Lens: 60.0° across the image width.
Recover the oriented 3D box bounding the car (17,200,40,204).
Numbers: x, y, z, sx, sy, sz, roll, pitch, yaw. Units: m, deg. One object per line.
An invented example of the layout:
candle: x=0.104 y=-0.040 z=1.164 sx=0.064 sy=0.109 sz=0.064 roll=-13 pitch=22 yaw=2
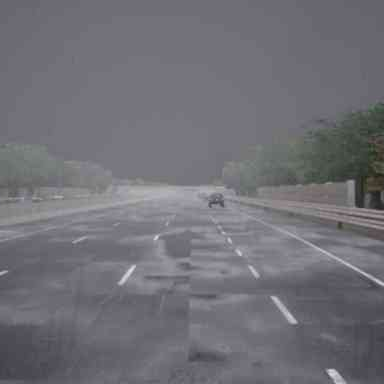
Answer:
car: x=-17.547 y=1.551 z=35.767 sx=2.033 sy=1.411 sz=5.357 roll=0 pitch=0 yaw=0

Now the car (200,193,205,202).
car: x=3.491 y=1.538 z=75.310 sx=1.895 sy=1.301 sz=4.718 roll=0 pitch=0 yaw=0

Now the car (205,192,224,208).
car: x=3.494 y=1.168 z=48.798 sx=2.150 sy=2.045 sz=5.566 roll=0 pitch=0 yaw=0
